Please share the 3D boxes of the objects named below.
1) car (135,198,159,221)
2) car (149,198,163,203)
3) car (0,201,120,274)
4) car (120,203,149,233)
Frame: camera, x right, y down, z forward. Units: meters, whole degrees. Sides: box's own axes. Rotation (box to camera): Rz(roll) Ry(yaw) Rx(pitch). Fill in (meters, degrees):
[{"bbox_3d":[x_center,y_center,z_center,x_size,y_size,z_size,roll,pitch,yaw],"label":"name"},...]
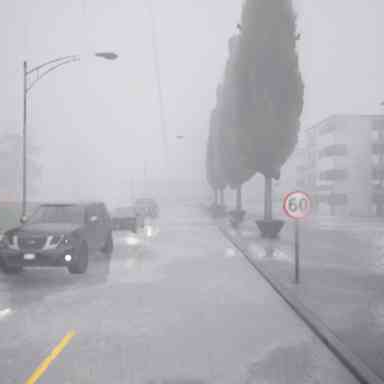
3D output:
[{"bbox_3d":[-4.369,1.550,31.476,2.150,2.045,5.566,0,-1,0],"label":"car"},{"bbox_3d":[-10.021,2.366,91.666,3.633,1.501,1.845,0,-1,-1],"label":"car"},{"bbox_3d":[-4.214,1.343,11.323,2.150,2.045,5.566,0,-1,-1],"label":"car"},{"bbox_3d":[-4.262,1.703,21.523,1.882,1.535,5.008,0,-1,0],"label":"car"}]
